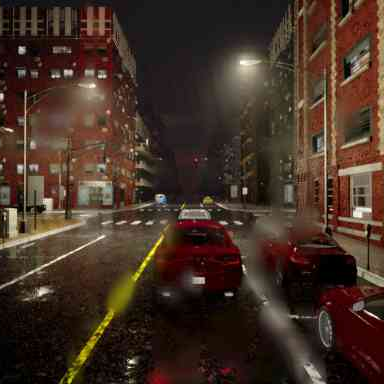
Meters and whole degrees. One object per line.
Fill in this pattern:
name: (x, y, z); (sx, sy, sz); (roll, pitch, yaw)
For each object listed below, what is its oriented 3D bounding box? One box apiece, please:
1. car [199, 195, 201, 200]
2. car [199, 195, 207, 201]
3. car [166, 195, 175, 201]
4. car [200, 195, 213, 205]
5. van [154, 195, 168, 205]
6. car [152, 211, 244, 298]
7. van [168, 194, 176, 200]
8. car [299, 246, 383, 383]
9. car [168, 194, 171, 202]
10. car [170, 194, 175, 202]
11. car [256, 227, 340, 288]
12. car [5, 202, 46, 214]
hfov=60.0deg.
car: (2.841, 1.572, 80.787); (1.887, 1.381, 4.507); (1, 0, 0)
car: (2.851, 1.597, 86.439); (1.947, 1.339, 4.313); (1, 0, 0)
car: (-5.529, 1.582, 86.492); (2.008, 1.369, 4.403); (1, 0, 0)
car: (2.802, 1.543, 58.347); (1.752, 1.417, 4.829); (1, 0, 0)
van: (-5.575, 1.359, 58.231); (1.690, 1.788, 3.998); (1, 0, 0)
car: (0.113, 1.480, 8.606); (1.882, 1.535, 5.008); (0, 0, 0)
van: (-5.516, 1.375, 92.145); (1.690, 1.788, 3.998); (1, 0, 0)
car: (2.673, 1.583, 3.268); (1.802, 1.307, 4.206); (1, 0, 0)
car: (-5.569, 1.602, 63.883); (1.802, 1.307, 4.206); (1, 0, 0)
car: (-5.549, 1.607, 75.187); (1.802, 1.307, 4.206); (1, 0, 0)
car: (2.853, 1.584, 8.924); (1.802, 1.307, 4.206); (1, 0, 0)
car: (-18.646, 1.730, 37.343); (4.313, 1.339, 1.947); (0, -1, 0)
